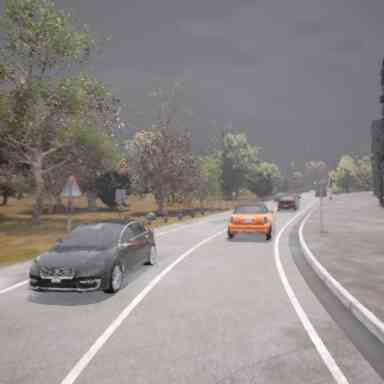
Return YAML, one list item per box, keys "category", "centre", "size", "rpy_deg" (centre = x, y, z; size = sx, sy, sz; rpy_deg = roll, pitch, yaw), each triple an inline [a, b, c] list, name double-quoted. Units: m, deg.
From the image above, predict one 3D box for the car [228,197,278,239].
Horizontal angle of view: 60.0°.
- category: "car"
  centre: [3.245, 1.369, 17.612]
  size: [2.097, 1.767, 4.553]
  rpy_deg: [-1, 0, 16]

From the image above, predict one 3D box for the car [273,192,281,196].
- category: "car"
  centre: [13.938, 0.851, 52.056]
  size: [1.837, 1.490, 4.892]
  rpy_deg: [-2, 1, 24]

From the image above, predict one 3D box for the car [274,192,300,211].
- category: "car"
  centre: [10.384, 1.147, 35.640]
  size: [1.882, 1.535, 5.008]
  rpy_deg: [-2, 1, 24]

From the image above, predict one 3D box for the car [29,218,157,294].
- category: "car"
  centre: [-2.337, 1.540, 9.071]
  size: [1.837, 1.490, 4.892]
  rpy_deg: [-1, 0, 9]
